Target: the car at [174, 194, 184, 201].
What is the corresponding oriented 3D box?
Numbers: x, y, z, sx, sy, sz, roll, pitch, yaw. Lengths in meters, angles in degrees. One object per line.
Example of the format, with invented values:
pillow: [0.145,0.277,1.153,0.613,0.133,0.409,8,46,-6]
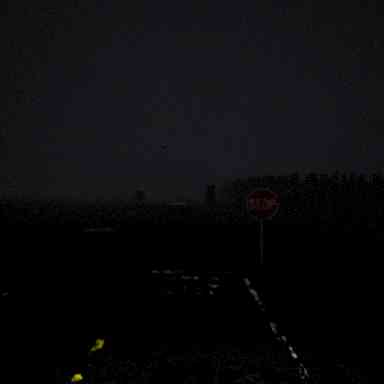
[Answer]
car: [-2.724,1.164,70.592,2.033,1.411,5.357,0,0,0]
